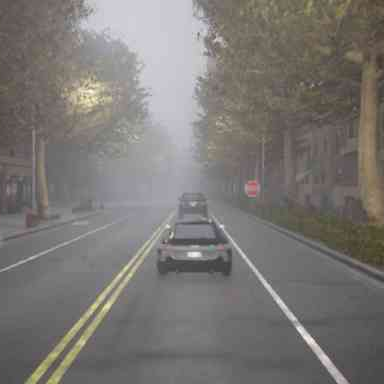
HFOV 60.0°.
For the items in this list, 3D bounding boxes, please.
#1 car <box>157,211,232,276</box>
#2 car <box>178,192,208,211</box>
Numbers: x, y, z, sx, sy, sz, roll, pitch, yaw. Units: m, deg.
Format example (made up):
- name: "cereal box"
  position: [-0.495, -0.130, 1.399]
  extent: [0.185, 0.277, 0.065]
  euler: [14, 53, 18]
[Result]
- name: "car"
  position: [0.081, 1.485, 10.137]
  extent: [1.994, 1.385, 4.181]
  euler: [0, 0, 1]
- name: "car"
  position: [0.086, 1.017, 26.522]
  extent: [2.150, 2.045, 5.566]
  euler: [0, 0, 0]
